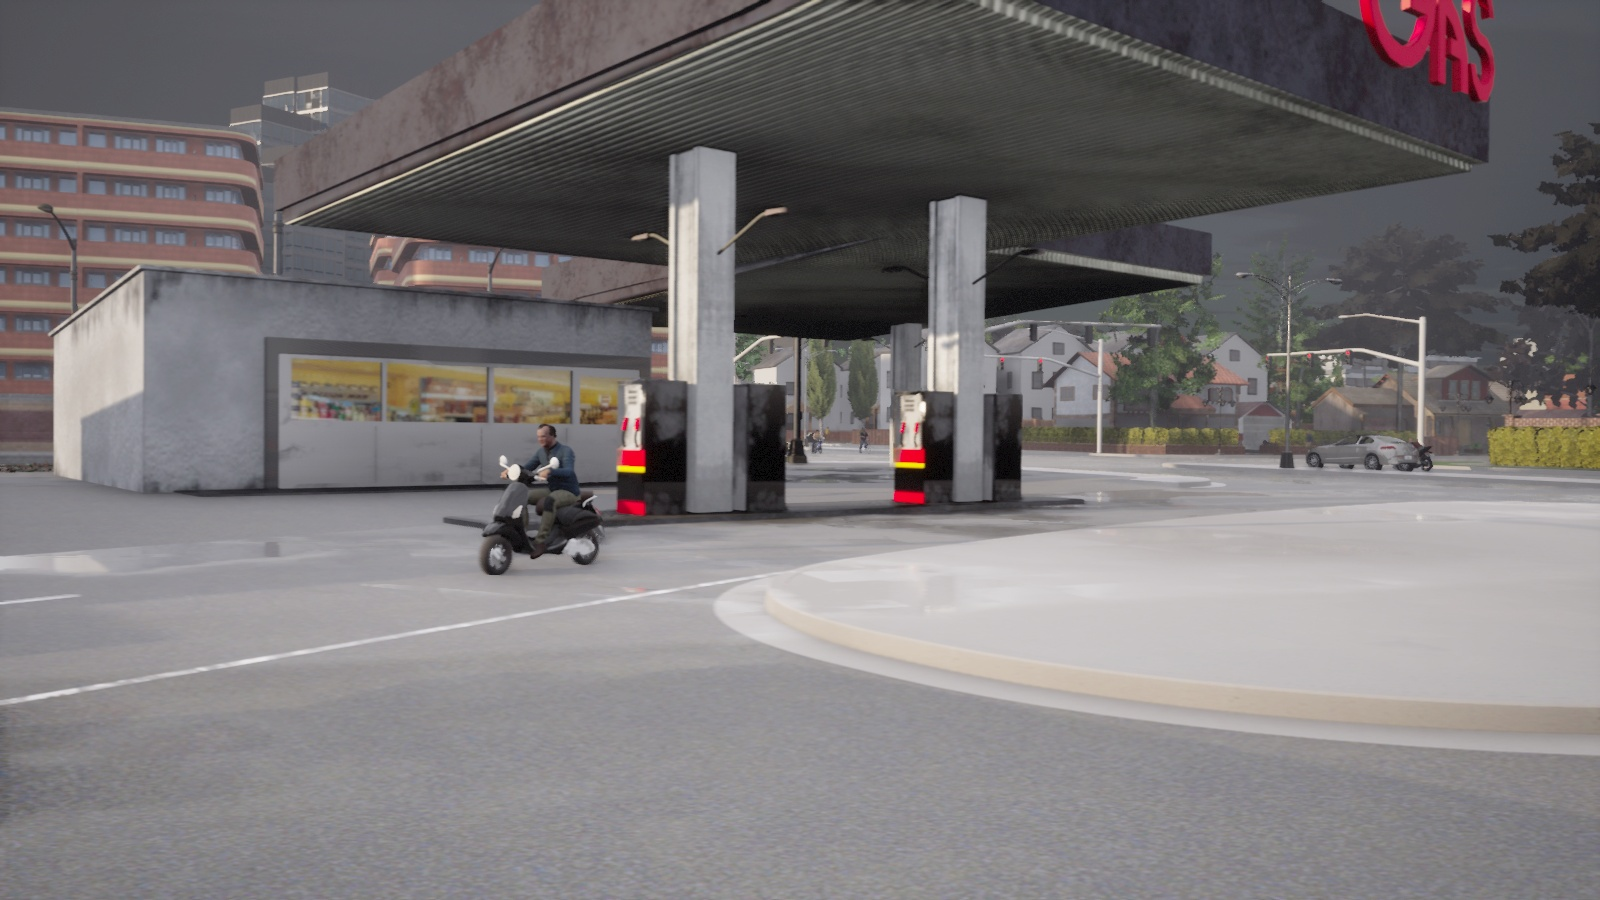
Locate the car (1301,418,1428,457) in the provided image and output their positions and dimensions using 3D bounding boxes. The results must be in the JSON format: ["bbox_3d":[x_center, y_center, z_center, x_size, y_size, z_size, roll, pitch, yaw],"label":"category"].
[{"bbox_3d":[24.796,-0.563,55.391,2.152,1.651,5.027,-1,1,-22],"label":"car"}]

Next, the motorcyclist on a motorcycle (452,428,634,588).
[{"bbox_3d":[-2.726,0.570,13.528,0.866,1.590,1.817,0,1,34],"label":"motorcyclist on a motorcycle"}]

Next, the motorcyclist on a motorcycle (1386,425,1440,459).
[{"bbox_3d":[27.870,-0.368,57.140,0.866,1.530,2.191,-1,1,-22],"label":"motorcyclist on a motorcycle"}]
